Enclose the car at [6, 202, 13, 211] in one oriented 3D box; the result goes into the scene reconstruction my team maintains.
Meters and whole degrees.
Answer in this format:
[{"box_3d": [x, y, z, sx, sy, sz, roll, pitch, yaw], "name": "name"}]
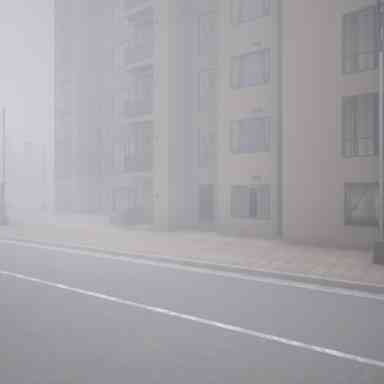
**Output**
[{"box_3d": [-22.888, 1.436, 37.649, 2.128, 1.511, 4.902, 0, 0, 34], "name": "car"}]
